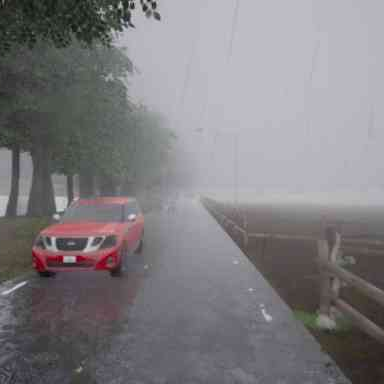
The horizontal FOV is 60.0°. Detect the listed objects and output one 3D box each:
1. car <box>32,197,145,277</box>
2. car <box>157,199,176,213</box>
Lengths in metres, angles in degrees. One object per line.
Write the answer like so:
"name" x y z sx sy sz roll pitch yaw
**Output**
"car" -2.842 1.208 10.529 2.150 2.045 5.566 0 0 0
"car" -2.766 1.512 37.325 2.128 1.511 4.902 0 0 0
